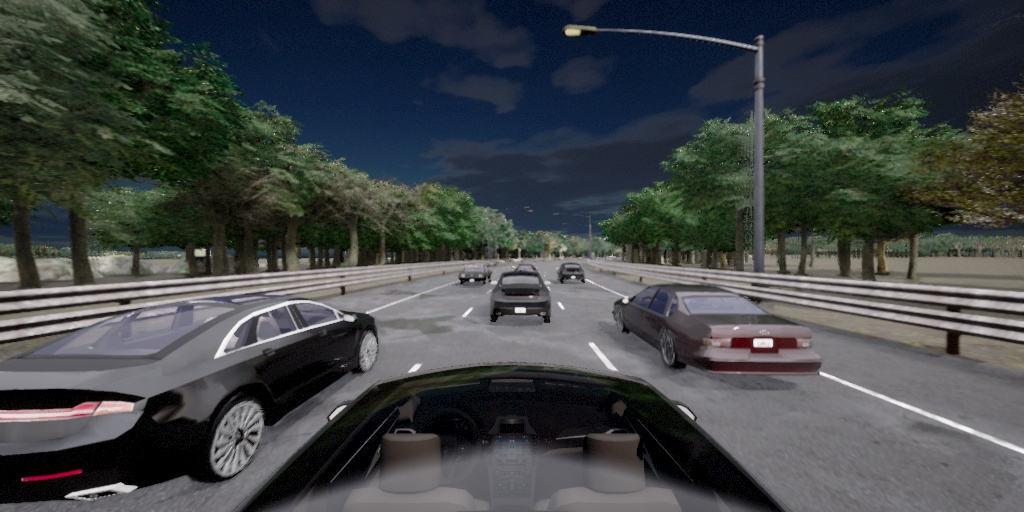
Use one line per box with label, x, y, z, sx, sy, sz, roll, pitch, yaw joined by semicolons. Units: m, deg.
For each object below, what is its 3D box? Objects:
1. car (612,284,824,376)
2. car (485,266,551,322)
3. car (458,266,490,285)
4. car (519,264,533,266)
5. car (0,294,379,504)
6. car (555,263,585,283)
car;3.679;1.307;7.696;2.033;1.411;5.357;0;0;1
car;0.301;1.266;12.398;1.837;1.490;4.892;0;0;2
car;-2.568;1.372;26.465;1.895;1.301;4.718;0;0;4
car;1.104;1.341;28.797;1.994;1.385;4.181;0;0;4
car;-3.350;1.241;4.637;2.128;1.511;4.902;0;0;0
car;4.568;1.285;28.189;1.837;1.490;4.892;0;0;4
